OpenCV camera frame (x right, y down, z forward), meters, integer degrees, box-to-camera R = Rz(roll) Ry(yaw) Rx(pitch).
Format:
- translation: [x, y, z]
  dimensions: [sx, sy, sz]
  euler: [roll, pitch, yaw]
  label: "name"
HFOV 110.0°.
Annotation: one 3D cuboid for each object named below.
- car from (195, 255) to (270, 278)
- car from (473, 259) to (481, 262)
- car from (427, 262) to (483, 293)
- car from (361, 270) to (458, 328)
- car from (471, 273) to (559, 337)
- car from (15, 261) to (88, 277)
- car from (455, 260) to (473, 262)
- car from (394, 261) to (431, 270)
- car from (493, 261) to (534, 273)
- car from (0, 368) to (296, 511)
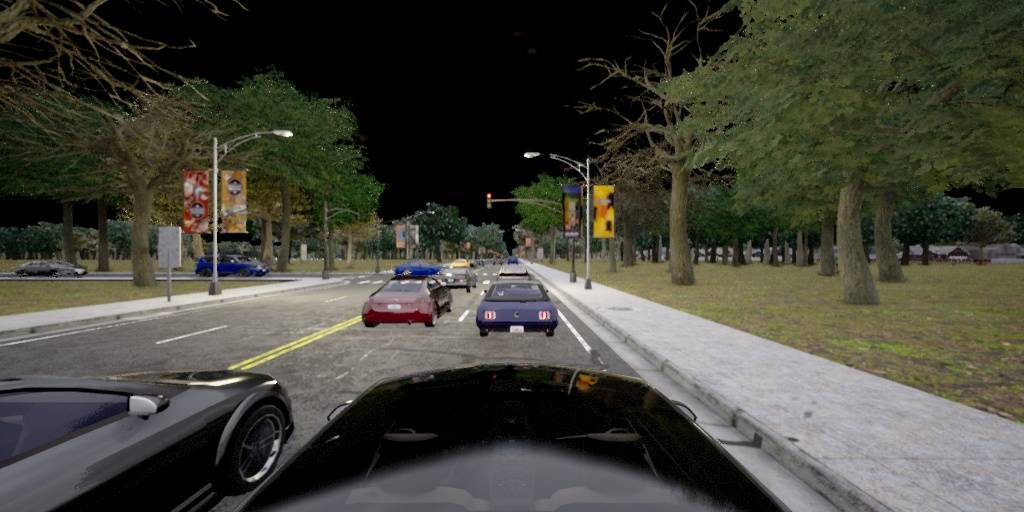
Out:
- translation: [-24.561, 0.924, 31.550]
  dimensions: [5.566, 2.045, 2.150]
  euler: [0, 0, 0]
  label: "car"
- translation: [-6.432, 1.321, 55.670]
  dimensions: [1.895, 1.301, 4.718]
  euler: [0, 0, 0]
  label: "car"
- translation: [-3.098, 1.282, 20.667]
  dimensions: [2.033, 1.411, 5.357]
  euler: [0, 0, 0]
  label: "car"
- translation: [-3.117, 1.306, 11.425]
  dimensions: [1.994, 1.385, 4.181]
  euler: [0, 0, -1]
  label: "car"
- translation: [0.123, 1.343, 10.190]
  dimensions: [1.895, 1.301, 4.718]
  euler: [0, 0, 0]
  label: "car"
- translation: [-40.491, 1.176, 31.620]
  dimensions: [4.902, 1.511, 2.128]
  euler: [0, 0, 0]
  label: "car"
- translation: [-6.474, 1.200, 45.465]
  dimensions: [1.882, 1.535, 5.008]
  euler: [0, 0, 0]
  label: "car"
- translation: [-8.369, 1.204, 33.366]
  dimensions: [5.008, 1.535, 1.882]
  euler: [0, 0, -20]
  label: "car"
- translation: [0.129, 1.227, 19.443]
  dimensions: [2.128, 1.511, 4.902]
  euler: [0, 0, 1]
  label: "car"
- translation: [-3.152, 1.314, 1.861]
  dimensions: [1.994, 1.385, 4.181]
  euler: [0, 0, 0]
  label: "car"
